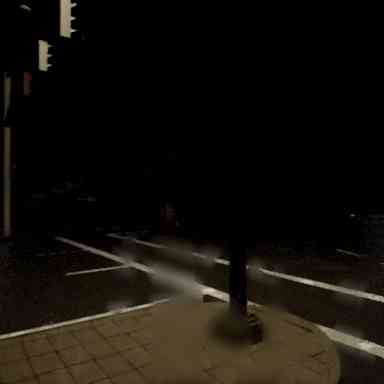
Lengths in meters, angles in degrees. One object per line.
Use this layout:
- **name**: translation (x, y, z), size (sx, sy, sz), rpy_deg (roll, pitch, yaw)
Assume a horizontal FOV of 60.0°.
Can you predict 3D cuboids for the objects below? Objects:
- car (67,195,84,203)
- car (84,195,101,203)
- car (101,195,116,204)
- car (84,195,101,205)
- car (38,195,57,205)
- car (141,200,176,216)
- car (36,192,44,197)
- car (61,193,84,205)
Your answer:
- **car**: translation (-24.355, 1.440, 69.481), size (2.033, 1.411, 5.357), rpy_deg (0, 0, -35)
- **car**: translation (-21.471, 1.437, 71.465), size (2.128, 1.511, 4.902), rpy_deg (0, 0, -35)
- **car**: translation (-16.256, 1.431, 63.885), size (2.097, 1.767, 4.553), rpy_deg (0, 0, -35)
- **car**: translation (-18.921, 1.593, 61.583), size (1.812, 1.442, 4.674), rpy_deg (0, 0, -35)
- **car**: translation (-24.924, 1.549, 57.958), size (1.837, 1.490, 4.892), rpy_deg (0, 0, -35)
- **car**: translation (-3.391, 1.559, 32.948), size (1.837, 1.490, 4.892), rpy_deg (0, 0, -34)
- **car**: translation (-30.121, 1.355, 65.514), size (1.882, 1.535, 5.008), rpy_deg (0, 0, -35)
- **car**: translation (-21.585, 1.277, 59.281), size (2.150, 2.045, 5.566), rpy_deg (0, 0, -35)
